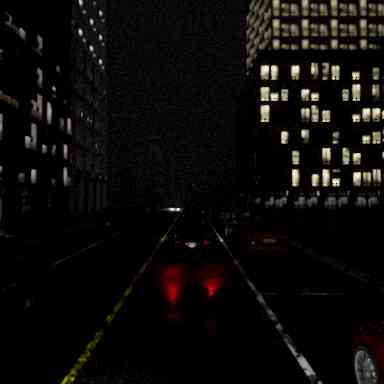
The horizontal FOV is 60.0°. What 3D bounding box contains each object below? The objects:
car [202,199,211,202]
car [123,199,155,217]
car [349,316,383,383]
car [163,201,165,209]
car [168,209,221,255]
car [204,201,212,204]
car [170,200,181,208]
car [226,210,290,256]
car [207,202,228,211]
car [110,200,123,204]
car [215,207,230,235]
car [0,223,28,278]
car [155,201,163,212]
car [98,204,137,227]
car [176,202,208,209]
[{"bbox_3d":[2.631,2.195,53.391,1.802,1.307,4.206,0,-1,0],"label":"car"},{"bbox_3d":[-5.705,1.726,36.349,2.192,1.841,5.009,0,-1,0],"label":"car"},{"bbox_3d":[2.676,1.608,2.193,1.802,1.307,4.206,0,-1,0],"label":"car"},{"bbox_3d":[-5.719,2.247,59.101,1.947,1.339,4.313,0,-1,0],"label":"car"},{"bbox_3d":[0.019,1.681,13.892,1.812,1.442,4.674,0,0,1],"label":"car"},{"bbox_3d":[2.641,1.976,36.325,1.947,1.339,4.313,0,-1,0],"label":"car"},{"bbox_3d":[-3.075,2.212,62.319,2.128,1.511,4.902,0,-1,1],"label":"car"},{"bbox_3d":[2.660,1.679,13.741,1.752,1.417,4.829,0,-1,0],"label":"car"},{"bbox_3d":[2.644,1.910,30.636,1.947,1.339,4.313,0,-1,0],"label":"car"},{"bbox_3d":[-17.510,2.461,79.879,4.206,1.307,1.802,0,-1,0],"label":"car"},{"bbox_3d":[2.652,1.766,19.259,2.008,1.369,4.403,0,-1,0],"label":"car"},{"bbox_3d":[-5.689,1.529,7.905,1.967,1.590,4.097,0,-1,0],"label":"car"},{"bbox_3d":[-5.713,2.090,47.725,1.887,1.381,4.507,0,-1,0],"label":"car"},{"bbox_3d":[-5.700,1.846,24.969,1.947,1.339,4.313,0,-1,0],"label":"car"},{"bbox_3d":[-0.005,1.856,27.522,2.033,1.411,5.357,0,-1,0],"label":"car"}]
